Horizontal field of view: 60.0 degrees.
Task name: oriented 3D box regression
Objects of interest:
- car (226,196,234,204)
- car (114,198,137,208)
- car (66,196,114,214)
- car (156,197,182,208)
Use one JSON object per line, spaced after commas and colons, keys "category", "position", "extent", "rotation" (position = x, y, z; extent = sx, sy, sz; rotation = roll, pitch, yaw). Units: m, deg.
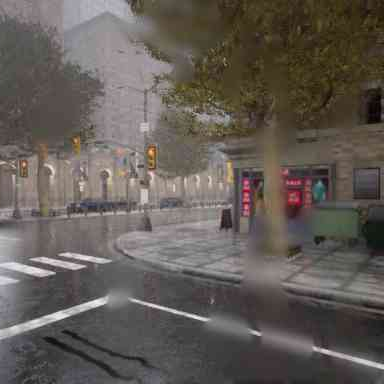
{"category": "car", "position": [8.124, 1.508, 61.824], "extent": [1.837, 1.490, 4.892], "rotation": [0, -1, 36]}
{"category": "car", "position": [-10.215, 1.595, 47.935], "extent": [1.895, 1.301, 4.718], "rotation": [0, 0, 36]}
{"category": "car", "position": [-11.017, 1.352, 35.465], "extent": [2.097, 1.767, 4.553], "rotation": [0, 0, 36]}
{"category": "car", "position": [-2.920, 1.505, 46.673], "extent": [1.837, 1.490, 4.892], "rotation": [0, 0, 36]}
